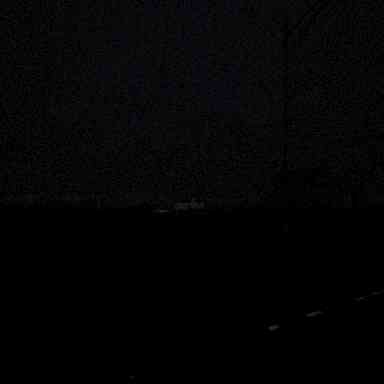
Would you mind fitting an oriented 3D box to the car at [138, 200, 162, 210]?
[{"bbox_3d":[-6.764,2.388,56.076,1.994,1.385,4.181,2,-2,-36],"label":"car"}]

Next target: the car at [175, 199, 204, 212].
[{"bbox_3d":[-0.406,2.055,52.086,2.150,2.045,5.566,2,-2,-36],"label":"car"}]

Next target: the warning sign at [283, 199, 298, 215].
[{"bbox_3d":[11.730,1.824,39.588,1.300,1.860,1.060,3,-2,-36],"label":"warning sign"}]
